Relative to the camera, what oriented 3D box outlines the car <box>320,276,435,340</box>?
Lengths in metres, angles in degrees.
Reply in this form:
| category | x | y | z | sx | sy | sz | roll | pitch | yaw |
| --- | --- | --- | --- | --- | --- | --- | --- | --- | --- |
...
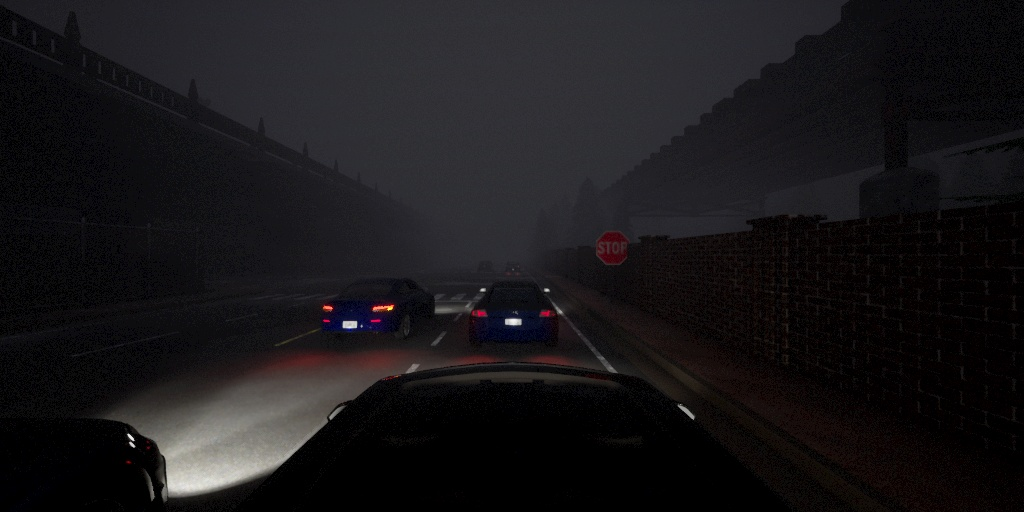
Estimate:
| category | x | y | z | sx | sy | sz | roll | pitch | yaw |
| --- | --- | --- | --- | --- | --- | --- | --- | --- | --- |
| car | -3.412 | 1.276 | 9.838 | 1.812 | 1.442 | 4.674 | 0 | 0 | 0 |

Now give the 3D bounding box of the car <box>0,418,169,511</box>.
| category | x | y | z | sx | sy | sz | roll | pitch | yaw |
| --- | --- | --- | --- | --- | --- | --- | --- | --- | --- |
| car | -3.399 | 1.314 | 0.742 | 1.994 | 1.385 | 4.181 | 0 | 0 | 0 |

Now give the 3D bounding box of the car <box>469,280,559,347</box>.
| category | x | y | z | sx | sy | sz | roll | pitch | yaw |
| --- | --- | --- | --- | --- | --- | --- | --- | --- | --- |
| car | 0.070 | 1.314 | 9.315 | 1.994 | 1.385 | 4.181 | 0 | 0 | 1 |

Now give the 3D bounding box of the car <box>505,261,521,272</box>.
| category | x | y | z | sx | sy | sz | roll | pitch | yaw |
| --- | --- | --- | --- | --- | --- | --- | --- | --- | --- |
| car | 0.104 | 1.351 | 46.131 | 1.895 | 1.301 | 4.718 | 0 | 0 | -1 |

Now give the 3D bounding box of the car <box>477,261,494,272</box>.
| category | x | y | z | sx | sy | sz | roll | pitch | yaw |
| --- | --- | --- | --- | --- | --- | --- | --- | --- | --- |
| car | -3.391 | 1.297 | 45.963 | 2.033 | 1.411 | 5.357 | 0 | 0 | -1 |
